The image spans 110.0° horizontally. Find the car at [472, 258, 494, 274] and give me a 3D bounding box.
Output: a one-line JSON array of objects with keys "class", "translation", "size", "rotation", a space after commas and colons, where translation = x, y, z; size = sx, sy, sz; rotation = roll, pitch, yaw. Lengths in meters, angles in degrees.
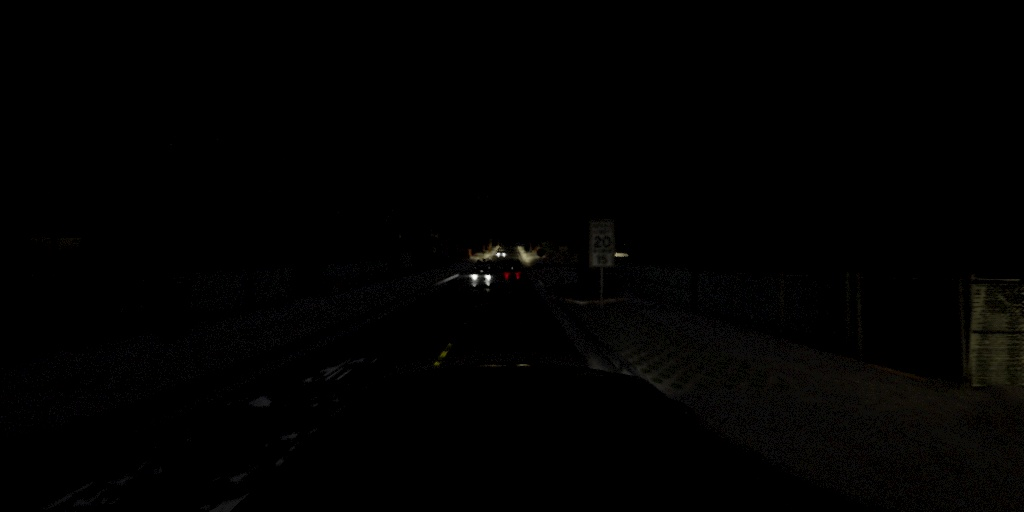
[{"class": "car", "translation": [-2.735, 0.942, 35.119], "size": [2.033, 1.411, 5.357], "rotation": [0, 1, 0]}]

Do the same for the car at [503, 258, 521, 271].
[{"class": "car", "translation": [0.051, 0.919, 39.292], "size": [1.895, 1.301, 4.718], "rotation": [0, 1, 1]}]
